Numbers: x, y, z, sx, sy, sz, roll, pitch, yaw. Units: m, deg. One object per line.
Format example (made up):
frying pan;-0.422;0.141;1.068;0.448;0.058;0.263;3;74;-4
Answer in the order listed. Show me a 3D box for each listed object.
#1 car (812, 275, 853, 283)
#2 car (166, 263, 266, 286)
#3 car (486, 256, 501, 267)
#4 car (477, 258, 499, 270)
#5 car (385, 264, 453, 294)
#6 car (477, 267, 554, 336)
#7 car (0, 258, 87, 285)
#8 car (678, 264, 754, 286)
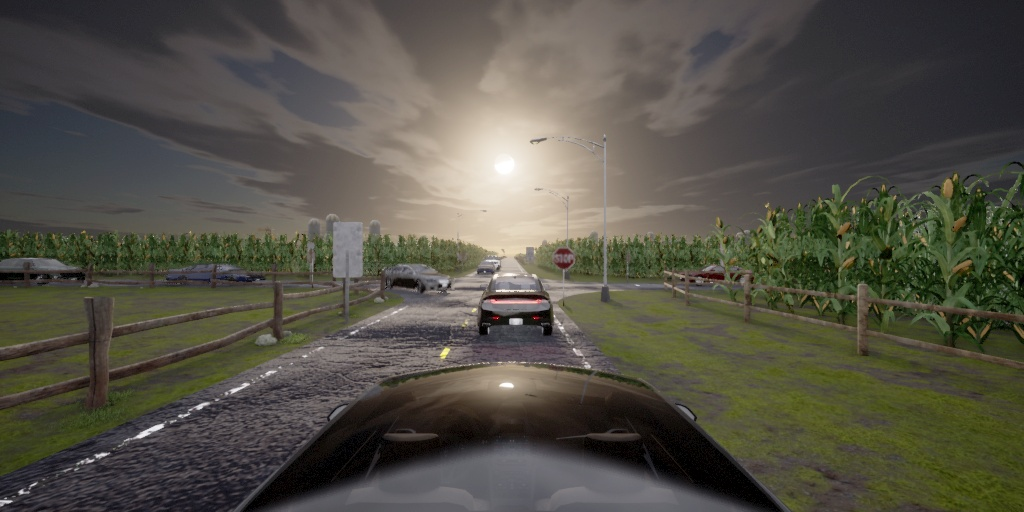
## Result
car;24.187;1.439;25.874;4.892;1.490;1.837;0;-1;0
car;-19.139;1.178;23.303;5.357;1.411;2.033;0;-1;0
car;-2.896;0.955;51.328;2.150;2.045;5.566;0;0;1
car;-2.898;1.287;40.853;2.033;1.411;5.357;0;0;0
car;-5.380;1.217;20.138;4.902;1.511;2.128;1;0;39
car;0.088;1.242;10.384;2.128;1.511;4.902;0;0;0
car;-30.747;0.923;23.406;4.553;1.767;2.097;0;-1;1
car;14.723;1.346;25.959;5.008;1.535;1.882;0;-1;1
